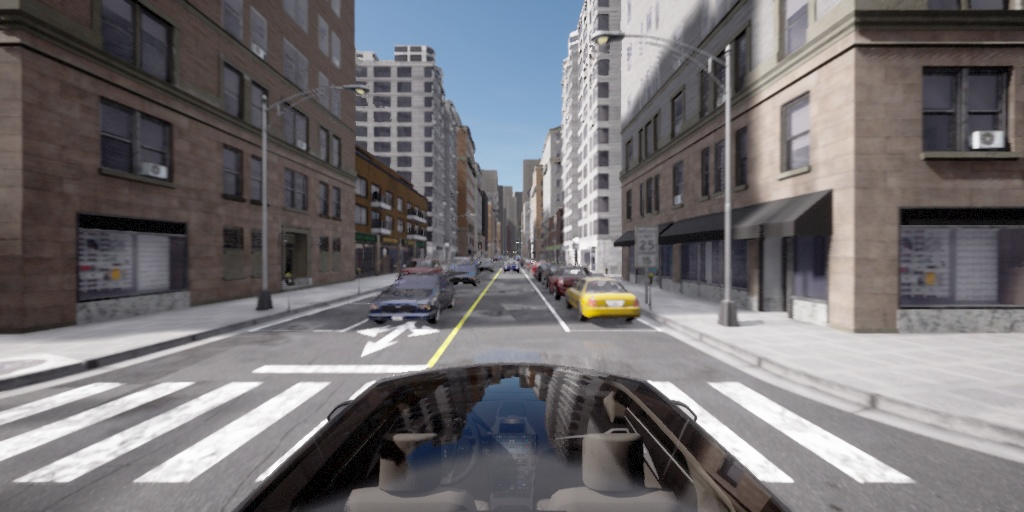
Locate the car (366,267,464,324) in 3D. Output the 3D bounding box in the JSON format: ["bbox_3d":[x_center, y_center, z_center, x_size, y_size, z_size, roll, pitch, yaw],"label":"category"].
[{"bbox_3d":[-3.108,1.296,12.333,2.033,1.411,5.357,0,0,0],"label":"car"}]

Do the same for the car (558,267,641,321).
[{"bbox_3d":[2.846,1.270,12.201,1.751,1.417,4.829,0,0,0],"label":"car"}]

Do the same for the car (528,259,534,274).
[{"bbox_3d":[2.811,1.253,34.136,1.888,1.381,4.507,0,0,0],"label":"car"}]

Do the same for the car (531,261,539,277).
[{"bbox_3d":[2.820,1.283,28.609,1.948,1.339,4.313,0,0,0],"label":"car"}]

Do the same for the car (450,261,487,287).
[{"bbox_3d":[-3.124,1.277,24.524,2.033,1.411,5.357,0,0,0],"label":"car"}]

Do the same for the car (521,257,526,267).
[{"bbox_3d":[2.775,1.211,56.239,2.007,1.370,4.403,0,0,0],"label":"car"}]

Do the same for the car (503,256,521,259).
[{"bbox_3d":[-0.065,1.149,52.669,1.882,1.535,5.008,0,0,0],"label":"car"}]

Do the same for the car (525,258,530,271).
[{"bbox_3d":[2.802,1.247,39.661,2.007,1.370,4.403,0,0,0],"label":"car"}]

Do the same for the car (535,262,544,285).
[{"bbox_3d":[2.828,1.278,23.083,2.007,1.370,4.403,0,0,0],"label":"car"}]

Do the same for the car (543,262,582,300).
[{"bbox_3d":[2.837,1.176,17.557,1.967,1.591,4.097,0,0,0],"label":"car"}]

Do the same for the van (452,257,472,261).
[{"bbox_3d":[-5.724,1.045,39.648,1.690,1.789,3.998,0,0,0],"label":"van"}]

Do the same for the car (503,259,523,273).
[{"bbox_3d":[-0.059,1.297,41.207,1.895,1.301,4.718,0,0,0],"label":"car"}]

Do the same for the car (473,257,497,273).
[{"bbox_3d":[-3.100,1.202,42.517,1.837,1.490,4.892,0,0,0],"label":"car"}]

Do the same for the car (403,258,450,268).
[{"bbox_3d":[-5.697,1.049,23.070,2.192,1.841,5.009,0,0,0],"label":"car"}]

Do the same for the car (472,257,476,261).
[{"bbox_3d":[-5.732,1.007,45.174,2.192,1.841,5.009,0,0,0],"label":"car"}]
